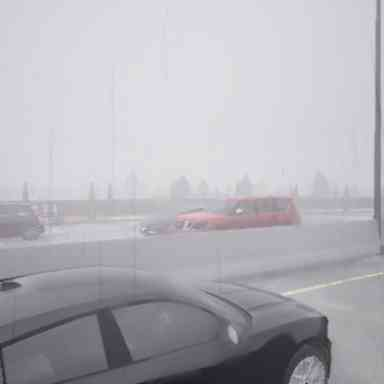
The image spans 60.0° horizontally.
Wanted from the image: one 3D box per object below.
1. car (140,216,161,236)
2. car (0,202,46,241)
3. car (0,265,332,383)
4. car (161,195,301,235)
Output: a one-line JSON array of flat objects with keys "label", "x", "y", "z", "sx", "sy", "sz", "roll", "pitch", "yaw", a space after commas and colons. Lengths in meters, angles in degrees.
[{"label": "car", "x": -0.083, "y": 1.435, "z": 16.057, "sx": 4.892, "sy": 1.490, "sz": 1.837, "roll": 0, "pitch": 0, "yaw": -30}, {"label": "car", "x": -8.974, "y": 1.277, "z": 14.555, "sx": 4.553, "sy": 1.767, "sz": 2.097, "roll": 0, "pitch": 0, "yaw": -34}, {"label": "car", "x": -0.733, "y": 1.462, "z": 3.065, "sx": 5.008, "sy": 1.535, "sz": 1.882, "roll": 0, "pitch": 0, "yaw": -35}, {"label": "car", "x": 1.851, "y": 1.166, "z": 13.183, "sx": 5.566, "sy": 2.045, "sz": 2.150, "roll": 0, "pitch": 0, "yaw": -30}]
